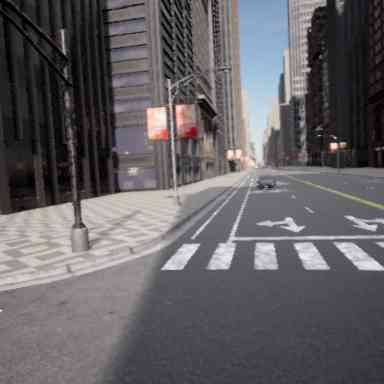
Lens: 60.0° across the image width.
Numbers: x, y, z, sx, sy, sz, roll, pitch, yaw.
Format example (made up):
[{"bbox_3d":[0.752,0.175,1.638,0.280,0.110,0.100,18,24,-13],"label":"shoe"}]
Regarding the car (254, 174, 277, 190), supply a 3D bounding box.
[{"bbox_3d":[7.189,-0.970,32.454,1.837,1.490,4.892,-2,5,11],"label":"car"}]
